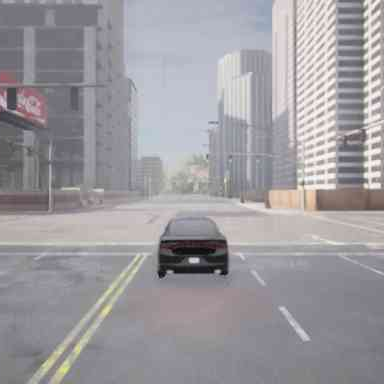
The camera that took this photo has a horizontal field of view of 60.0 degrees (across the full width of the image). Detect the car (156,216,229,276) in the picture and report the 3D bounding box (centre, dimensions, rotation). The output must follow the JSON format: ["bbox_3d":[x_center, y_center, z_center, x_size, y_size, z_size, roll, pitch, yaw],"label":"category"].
[{"bbox_3d":[-0.043,1.483,10.394,1.882,1.535,5.008,0,0,-2],"label":"car"}]
